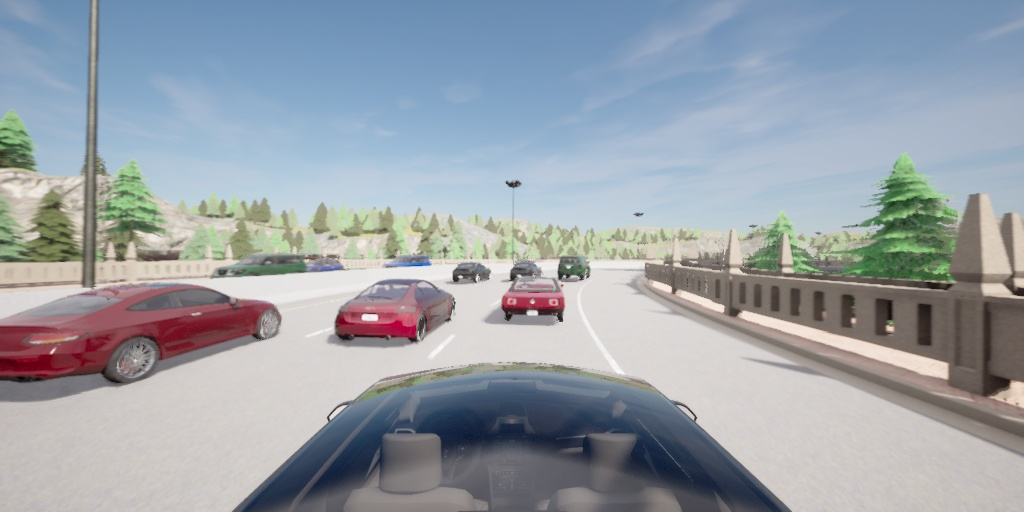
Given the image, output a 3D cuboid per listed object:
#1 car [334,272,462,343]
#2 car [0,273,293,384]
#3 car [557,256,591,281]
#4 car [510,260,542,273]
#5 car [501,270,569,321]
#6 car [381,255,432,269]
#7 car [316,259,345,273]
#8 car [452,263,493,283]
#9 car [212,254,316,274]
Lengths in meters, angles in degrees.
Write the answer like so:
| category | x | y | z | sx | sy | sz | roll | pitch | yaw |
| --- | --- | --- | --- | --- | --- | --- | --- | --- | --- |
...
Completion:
| category | x | y | z | sx | sy | sz | roll | pitch | yaw |
| --- | --- | --- | --- | --- | --- | --- | --- | --- | --- |
| car | -2.889 | 1.294 | 9.718 | 1.994 | 1.385 | 4.181 | 0 | 0 | 5 |
| car | -6.626 | 1.231 | 6.861 | 1.812 | 1.442 | 4.674 | 0 | 0 | 2 |
| car | 5.449 | 1.008 | 31.186 | 2.150 | 2.045 | 5.566 | 0 | 0 | 20 |
| car | 1.230 | 1.273 | 29.575 | 1.837 | 1.490 | 4.892 | 0 | 0 | 18 |
| car | 0.870 | 1.353 | 12.550 | 1.895 | 1.301 | 4.718 | 0 | 0 | 7 |
| car | -9.265 | 0.951 | 31.919 | 2.150 | 2.045 | 5.566 | 0 | 0 | 18 |
| car | -16.756 | 1.044 | 31.095 | 2.097 | 1.767 | 4.553 | 0 | 0 | 16 |
| car | -2.984 | 1.252 | 27.788 | 1.837 | 1.490 | 4.892 | 0 | 0 | 16 |
| car | -15.393 | 0.896 | 22.303 | 2.150 | 2.045 | 5.566 | 0 | 0 | 12 |
